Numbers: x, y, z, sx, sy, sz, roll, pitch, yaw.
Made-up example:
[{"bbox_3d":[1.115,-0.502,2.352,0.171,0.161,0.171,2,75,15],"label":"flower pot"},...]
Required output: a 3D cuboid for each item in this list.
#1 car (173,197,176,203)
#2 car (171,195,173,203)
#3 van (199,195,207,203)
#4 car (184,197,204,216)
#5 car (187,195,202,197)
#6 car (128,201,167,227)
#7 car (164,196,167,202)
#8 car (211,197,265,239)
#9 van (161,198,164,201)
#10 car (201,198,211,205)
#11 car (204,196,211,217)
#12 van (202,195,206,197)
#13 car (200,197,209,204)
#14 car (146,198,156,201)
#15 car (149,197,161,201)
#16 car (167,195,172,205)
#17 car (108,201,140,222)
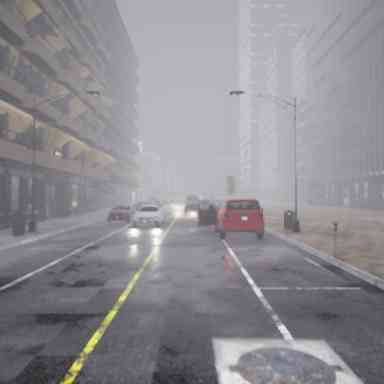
[{"bbox_3d":[-5.618,1.733,83.023,2.192,1.841,5.009,1,0,0],"label":"car"},{"bbox_3d":[-5.629,1.885,71.713,1.752,1.417,4.829,1,0,0],"label":"car"},{"bbox_3d":[2.762,1.758,83.016,1.690,1.788,3.998,1,0,0],"label":"van"},{"bbox_3d":[0.072,1.686,39.424,2.128,1.511,4.902,0,0,1],"label":"car"},{"bbox_3d":[0.038,1.488,53.598,2.150,2.045,5.566,0,0,0],"label":"car"},{"bbox_3d":[-3.080,1.643,23.902,1.812,1.442,4.674,0,0,0],"label":"car"},{"bbox_3d":[-5.640,1.800,55.004,1.752,1.417,4.829,1,0,0],"label":"car"},{"bbox_3d":[2.407,1.309,17.896,2.150,2.045,5.566,0,0,0],"label":"car"},{"bbox_3d":[-5.641,1.588,49.605,1.690,1.788,3.998,1,0,0],"label":"van"},{"bbox_3d":[2.747,1.913,66.305,1.802,1.307,4.206,1,0,0],"label":"car"},{"bbox_3d":[2.730,1.630,38.459,1.967,1.590,4.097,1,0,0],"label":"car"},{"bbox_3d":[2.743,1.615,55.168,1.690,1.788,3.998,1,0,0],"label":"van"},{"bbox_3d":[2.752,1.886,72.045,1.752,1.417,4.829,1,0,0],"label":"car"},{"bbox_3d":[-5.652,1.756,38.464,1.947,1.339,4.313,1,0,0],"label":"car"},{"bbox_3d":[-5.648,1.769,44.034,2.008,1.369,4.403,1,0,0],"label":"car"},{"bbox_3d":[-5.633,1.883,66.312,2.008,1.369,4.403,1,0,0],"label":"car"},{"bbox_3d":[-5.660,1.680,27.325,1.887,1.381,4.507,1,0,0],"label":"car"}]
